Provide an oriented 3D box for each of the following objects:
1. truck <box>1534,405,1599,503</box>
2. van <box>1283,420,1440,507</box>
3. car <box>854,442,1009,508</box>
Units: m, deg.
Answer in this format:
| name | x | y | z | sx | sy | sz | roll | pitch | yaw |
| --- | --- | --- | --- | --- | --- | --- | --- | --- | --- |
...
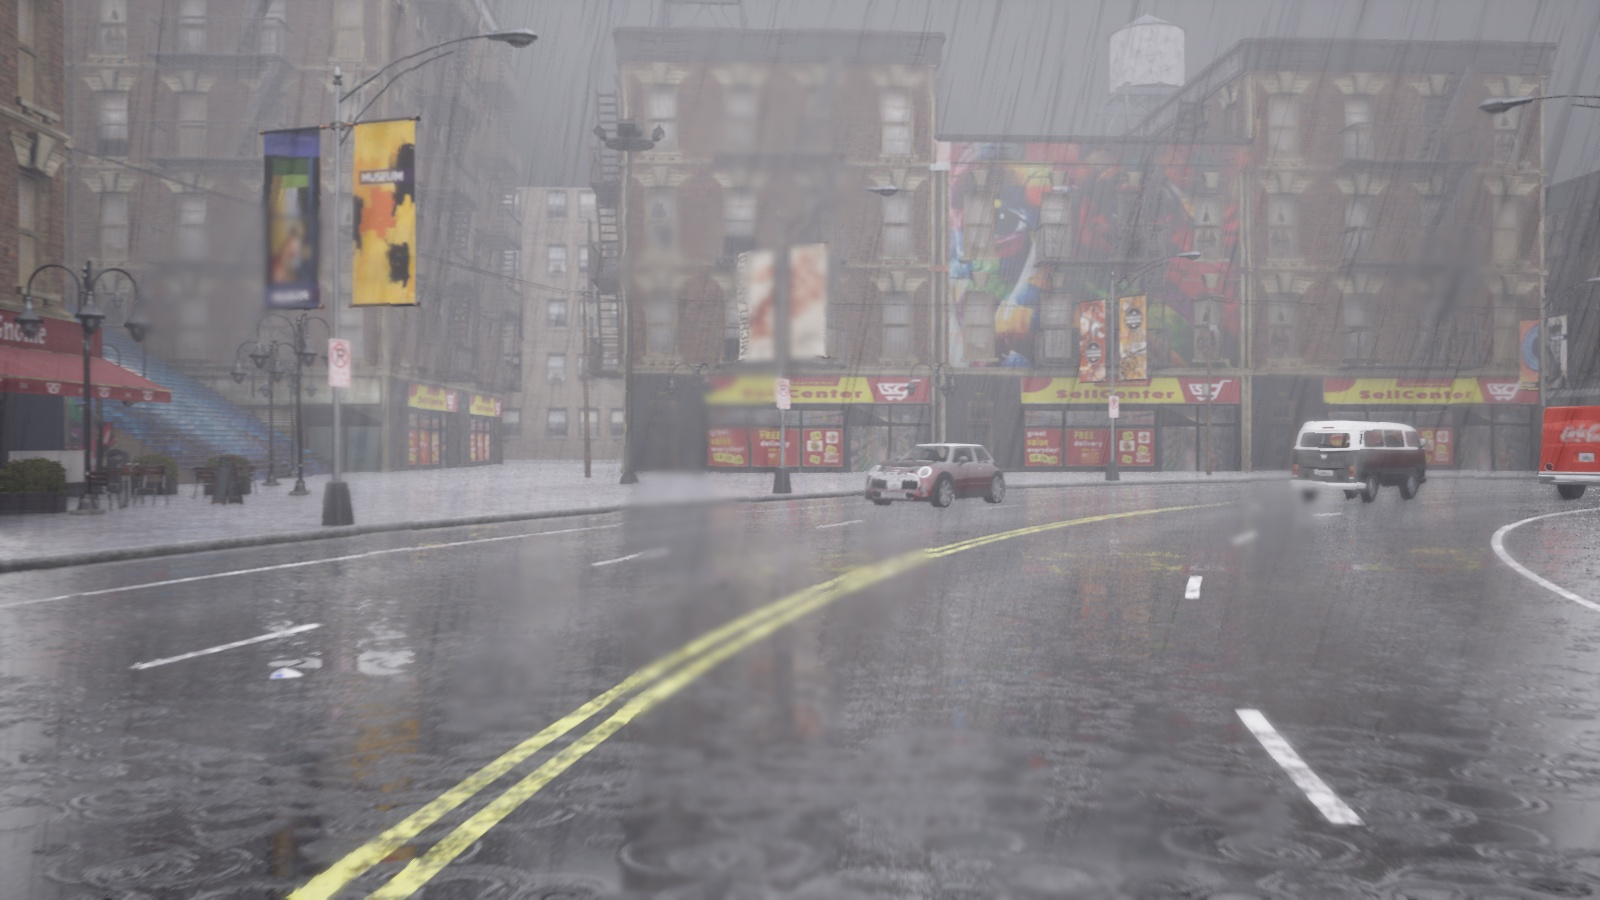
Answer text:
| name | x | y | z | sx | sy | sz | roll | pitch | yaw |
| --- | --- | --- | --- | --- | --- | --- | --- | --- | --- |
| truck | 22.167 | 0.105 | 33.139 | 5.204 | 2.467 | 2.627 | 0 | 0 | -30 |
| van | 14.310 | 0.311 | 31.903 | 4.480 | 2.038 | 2.069 | 0 | 0 | -43 |
| car | 3.205 | 0.547 | 30.044 | 1.970 | 1.475 | 3.806 | 0 | 0 | 38 |
